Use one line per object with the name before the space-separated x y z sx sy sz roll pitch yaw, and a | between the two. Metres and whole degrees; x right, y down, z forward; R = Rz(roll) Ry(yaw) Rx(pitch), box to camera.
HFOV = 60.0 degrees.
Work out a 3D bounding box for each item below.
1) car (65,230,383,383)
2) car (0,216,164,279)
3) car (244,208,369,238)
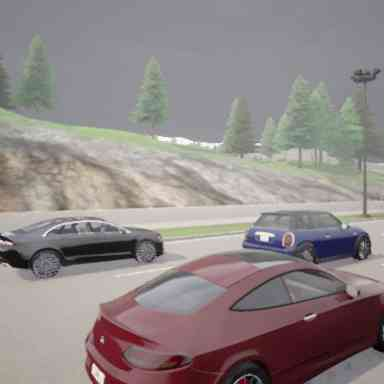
car | 0.993 1.525 4.452 4.674 1.442 1.812 0 0 -36
car | -3.138 1.490 10.103 4.902 1.511 2.128 0 0 -36
car | 3.802 1.349 10.757 4.553 1.767 2.097 0 0 -36
